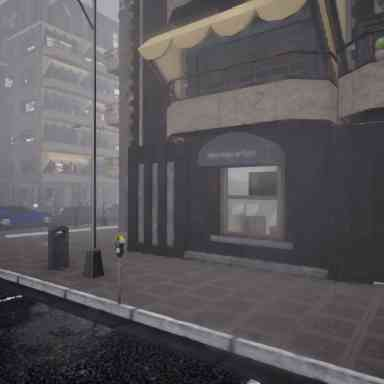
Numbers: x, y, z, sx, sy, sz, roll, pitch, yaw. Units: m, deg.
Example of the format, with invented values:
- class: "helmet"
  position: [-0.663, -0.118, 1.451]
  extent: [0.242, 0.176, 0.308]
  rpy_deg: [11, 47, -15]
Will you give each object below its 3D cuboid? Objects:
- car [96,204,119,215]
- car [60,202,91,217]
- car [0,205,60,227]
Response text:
- class: "car"
  position: [-9.465, 2.063, 39.947]
  extent: [1.802, 1.307, 4.206]
  rpy_deg: [-1, -1, 35]
- class: "car"
  position: [-12.752, 1.821, 35.326]
  extent: [1.967, 1.590, 4.097]
  rpy_deg: [-1, -1, 35]
- class: "car"
  position: [-12.973, 1.742, 25.051]
  extent: [1.882, 1.535, 5.008]
  rpy_deg: [0, -1, 35]
